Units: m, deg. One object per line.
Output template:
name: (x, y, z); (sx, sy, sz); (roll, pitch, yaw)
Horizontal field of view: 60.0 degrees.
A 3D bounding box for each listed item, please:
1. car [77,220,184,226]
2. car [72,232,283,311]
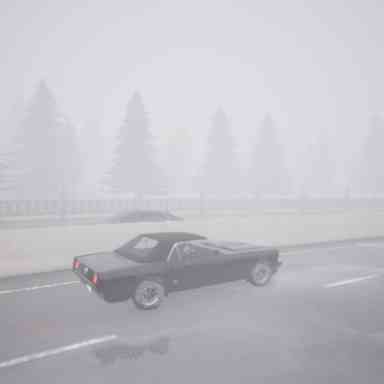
car: (-2.604, 1.479, 14.582); (4.892, 1.490, 1.837); (0, 0, -32)
car: (-0.130, 1.592, 7.699); (4.718, 1.301, 1.895); (0, 0, -33)
